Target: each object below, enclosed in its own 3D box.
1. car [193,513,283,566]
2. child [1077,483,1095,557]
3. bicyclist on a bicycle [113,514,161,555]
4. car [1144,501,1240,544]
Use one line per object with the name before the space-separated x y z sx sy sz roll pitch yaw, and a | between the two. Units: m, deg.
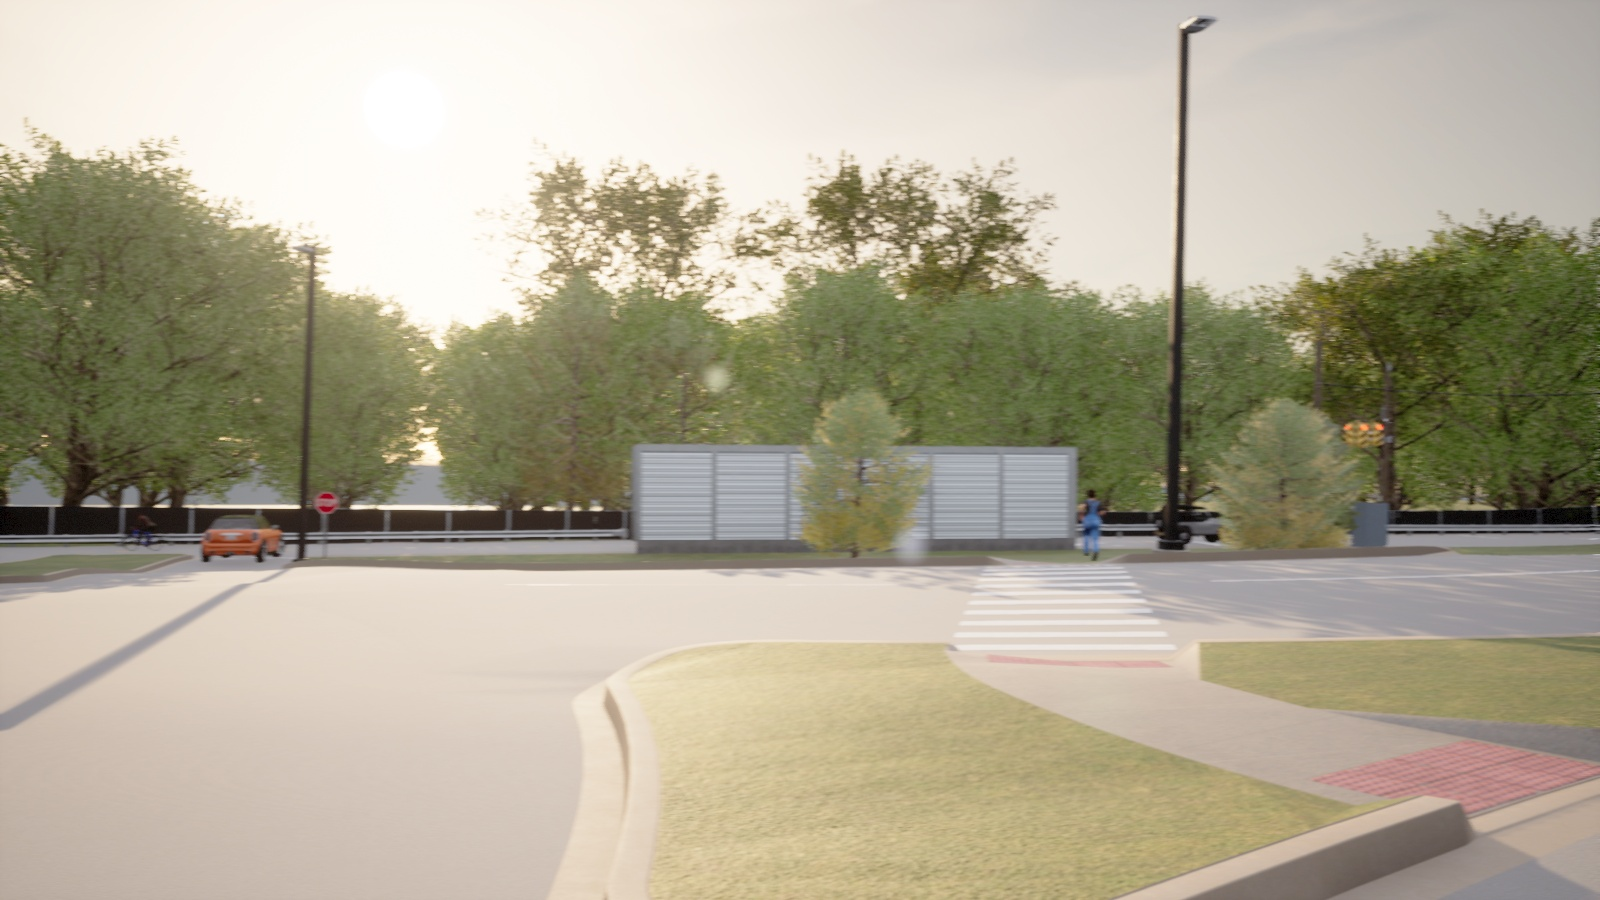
car | -20.756 3.270 46.567 2.097 1.767 4.553 0 -2 -12
child | 4.940 1.205 21.685 0.270 1.263 0.437 1 -1 11
bicyclist on a bicycle | -27.205 3.468 51.537 1.656 1.620 0.582 1 -1 -1
car | 18.504 3.398 59.369 3.866 1.878 1.905 0 -1 -11
